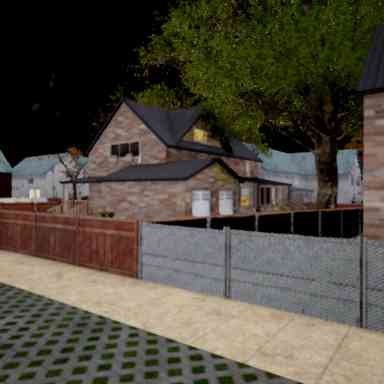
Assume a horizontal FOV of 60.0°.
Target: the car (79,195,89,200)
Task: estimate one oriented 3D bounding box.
[{"bbox_3d":[-12.115,1.351,39.777,2.150,2.045,5.566,0,0,37],"label":"car"}]
